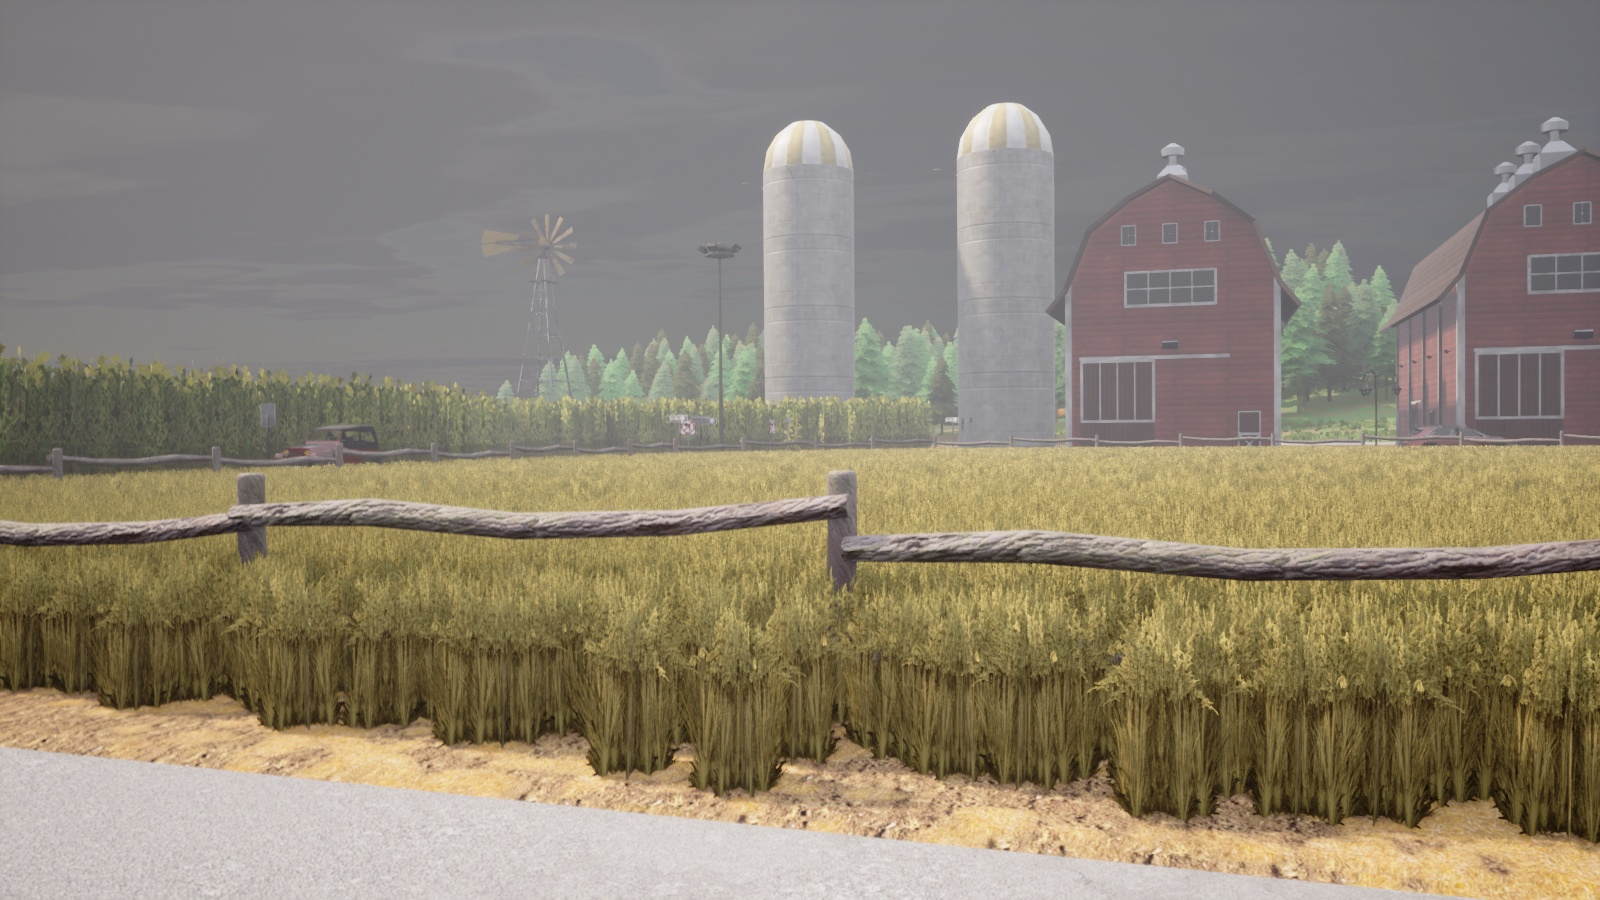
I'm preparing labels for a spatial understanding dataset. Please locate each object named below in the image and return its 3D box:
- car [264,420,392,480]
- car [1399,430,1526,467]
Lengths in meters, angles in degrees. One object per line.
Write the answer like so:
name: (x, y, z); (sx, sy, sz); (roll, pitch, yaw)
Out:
car: (-15.346, -0.017, 41.037); (1.905, 1.878, 3.866); (0, 1, 19)
car: (30.407, -0.086, 57.779); (4.856, 1.649, 2.033); (0, 1, 16)
